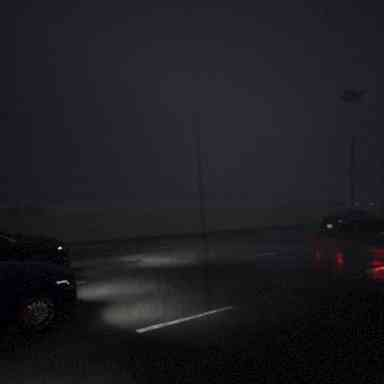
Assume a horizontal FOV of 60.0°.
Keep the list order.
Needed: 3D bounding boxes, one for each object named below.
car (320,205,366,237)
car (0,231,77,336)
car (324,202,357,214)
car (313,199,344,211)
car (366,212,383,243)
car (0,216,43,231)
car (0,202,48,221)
[{"bbox_3d":[9.129,1.651,18.992,4.674,1.442,1.812,0,0,-37],"label":"car"},{"bbox_3d":[-4.208,1.522,5.043,4.674,1.442,1.812,1,0,-36],"label":"car"},{"bbox_3d":[18.018,1.859,40.208,4.718,1.301,1.895,1,0,-43],"label":"car"},{"bbox_3d":[18.751,1.776,45.689,4.902,1.511,2.128,1,0,-44],"label":"car"},{"bbox_3d":[10.409,1.623,15.575,4.892,1.490,1.837,0,0,-37],"label":"car"},{"bbox_3d":[-5.652,1.493,8.313,4.902,1.511,2.128,0,0,-36],"label":"car"},{"bbox_3d":[-14.565,1.595,28.010,4.181,1.385,1.994,0,0,-36],"label":"car"}]
